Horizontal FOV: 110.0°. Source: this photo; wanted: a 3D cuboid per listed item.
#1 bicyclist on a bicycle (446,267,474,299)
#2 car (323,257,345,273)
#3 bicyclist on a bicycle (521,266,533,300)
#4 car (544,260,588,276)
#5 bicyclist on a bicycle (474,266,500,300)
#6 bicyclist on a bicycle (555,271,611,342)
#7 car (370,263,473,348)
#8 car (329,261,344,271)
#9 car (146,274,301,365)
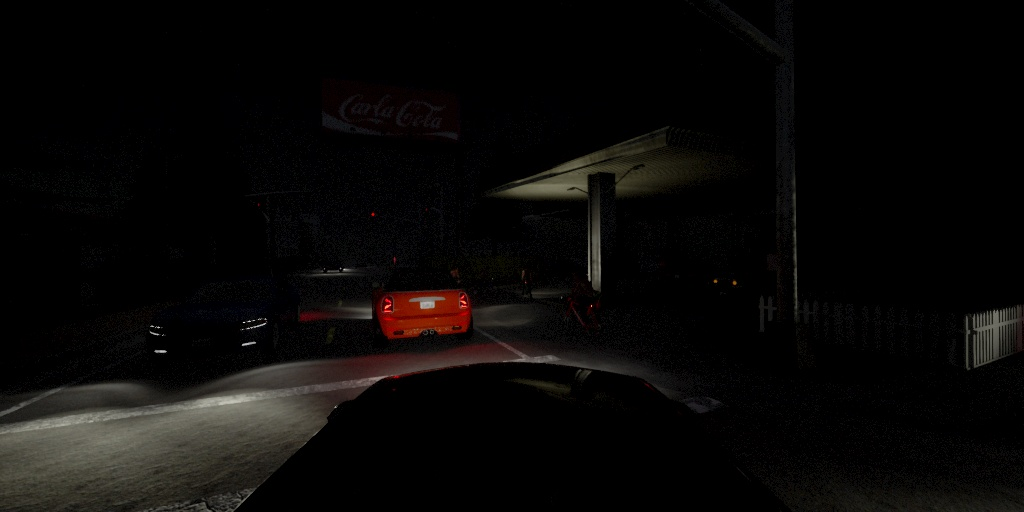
[{"bbox_3d":[-2.660,1.310,16.386,1.656,1.620,0.582,1,0,37],"label":"bicyclist on a bicycle"},{"bbox_3d":[-23.808,1.173,47.775,2.150,2.045,5.566,0,0,-25],"label":"car"},{"bbox_3d":[0.753,1.326,17.890,0.582,1.620,1.656,-1,0,16],"label":"bicyclist on a bicycle"},{"bbox_3d":[5.977,1.403,38.459,5.357,1.411,2.033,0,0,-24],"label":"car"},{"bbox_3d":[-1.356,1.336,17.770,1.656,1.620,0.582,0,0,-21],"label":"bicyclist on a bicycle"},{"bbox_3d":[1.687,1.198,8.683,0.582,1.620,1.656,3,-2,-43],"label":"bicyclist on a bicycle"},{"bbox_3d":[-2.563,1.052,9.459,2.097,1.767,4.553,0,0,-22],"label":"car"},{"bbox_3d":[-27.714,1.527,56.681,1.812,1.442,4.674,0,0,-23],"label":"car"},{"bbox_3d":[-6.274,1.210,8.381,1.882,1.535,5.008,0,0,-23],"label":"car"}]
